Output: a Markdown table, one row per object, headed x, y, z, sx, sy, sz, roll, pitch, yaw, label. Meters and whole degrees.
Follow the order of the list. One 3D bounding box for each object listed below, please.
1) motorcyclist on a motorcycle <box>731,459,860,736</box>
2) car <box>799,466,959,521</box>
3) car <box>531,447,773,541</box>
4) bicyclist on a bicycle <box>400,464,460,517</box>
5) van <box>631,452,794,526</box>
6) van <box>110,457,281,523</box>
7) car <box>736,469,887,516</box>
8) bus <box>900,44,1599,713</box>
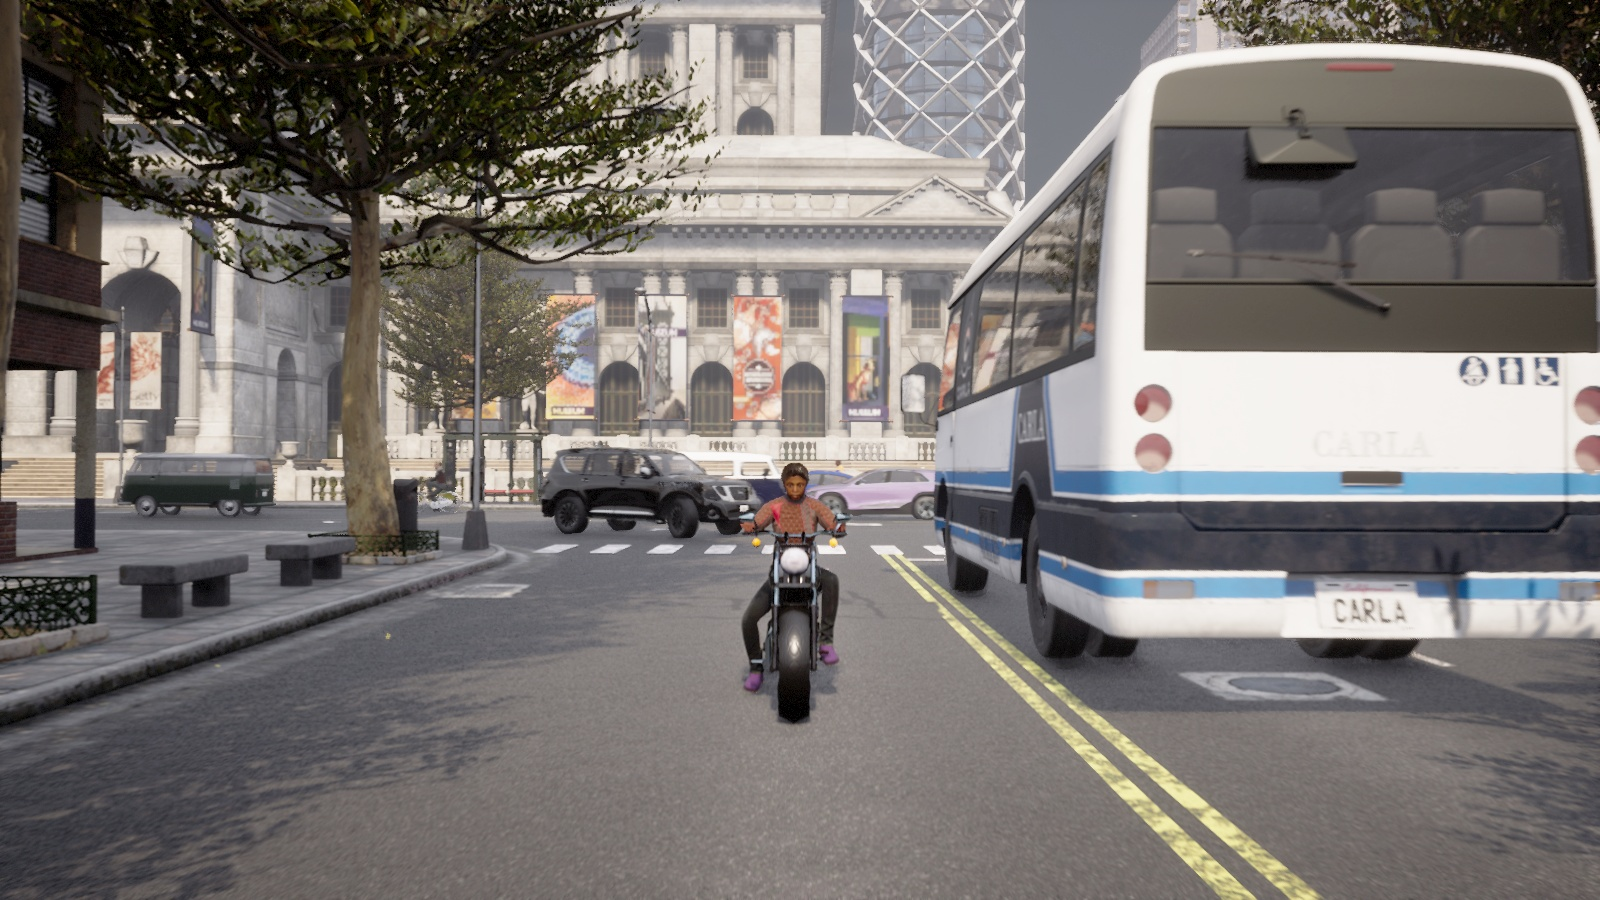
| x | y | z | sx | sy | sz | roll | pitch | yaw | label |
| --- | --- | --- | --- | --- | --- | --- | --- | --- | --- |
| -0.029 | 0.895 | 8.685 | 0.766 | 1.649 | 2.350 | 0 | -1 | 0 | motorcyclist on a motorcycle |
| 2.397 | 1.327 | 39.085 | 4.856 | 1.649 | 2.033 | 0 | -1 | 0 | car |
| -3.546 | 0.996 | 29.620 | 5.566 | 2.045 | 2.150 | -1 | -1 | 33 | car |
| -12.542 | 1.381 | 42.622 | 1.843 | 1.776 | 0.659 | 0 | -1 | 0 | bicyclist on a bicycle |
| -2.408 | 1.087 | 35.600 | 4.480 | 2.038 | 2.069 | 0 | -1 | 0 | van |
| -18.779 | 1.237 | 39.138 | 4.442 | 1.987 | 1.775 | 0 | -1 | 0 | van |
| 0.372 | 1.436 | 42.588 | 5.008 | 1.535 | 1.882 | 0 | -1 | 0 | car |
| 3.452 | -0.378 | 13.134 | 3.944 | 4.253 | 10.273 | 0 | -1 | 0 | bus |
